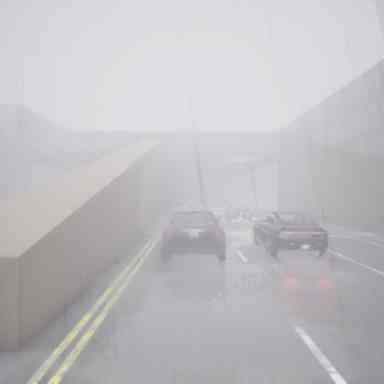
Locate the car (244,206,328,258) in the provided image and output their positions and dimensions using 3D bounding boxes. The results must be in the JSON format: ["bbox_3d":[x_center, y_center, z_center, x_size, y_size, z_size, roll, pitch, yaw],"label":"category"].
[{"bbox_3d":[3.572,1.502,12.829,2.128,1.511,4.902,0,0,0],"label":"car"}]

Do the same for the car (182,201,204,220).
[{"bbox_3d":[0.075,1.548,28.887,1.812,1.442,4.674,0,0,0],"label":"car"}]

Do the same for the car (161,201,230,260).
[{"bbox_3d":[0.070,1.361,12.558,2.097,1.767,4.553,0,0,0],"label":"car"}]

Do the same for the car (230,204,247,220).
[{"bbox_3d":[3.564,1.621,26.438,1.895,1.301,4.718,0,0,0],"label":"car"}]
